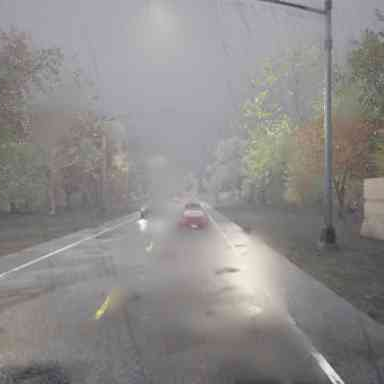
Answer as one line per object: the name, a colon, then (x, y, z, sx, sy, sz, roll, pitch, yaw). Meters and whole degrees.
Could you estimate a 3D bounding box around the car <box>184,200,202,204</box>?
car: (0.102, 1.736, 40.448, 1.837, 1.490, 4.892, 0, 0, 0)

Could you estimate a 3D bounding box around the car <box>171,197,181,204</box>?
car: (-3.500, 1.845, 72.374, 1.812, 1.442, 4.674, 0, 0, 0)

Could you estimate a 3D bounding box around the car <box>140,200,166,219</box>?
car: (-3.592, 1.528, 31.365, 2.097, 1.767, 4.553, 0, 0, 0)

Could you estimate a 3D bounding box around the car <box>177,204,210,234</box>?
car: (0.102, 1.650, 19.831, 1.812, 1.442, 4.674, 0, 0, 0)
